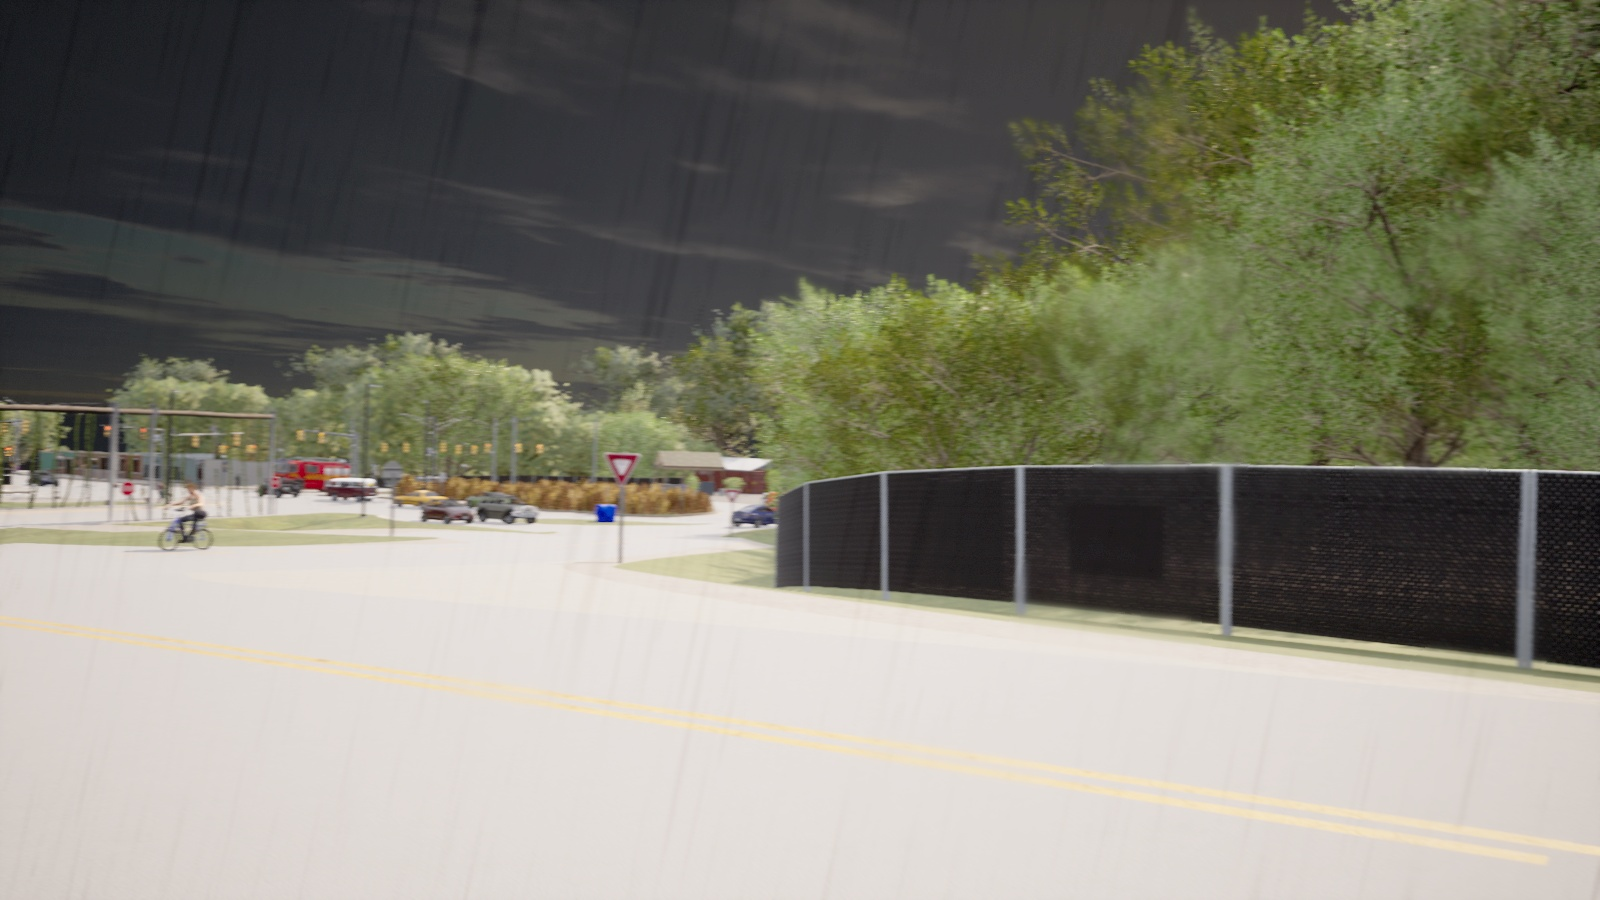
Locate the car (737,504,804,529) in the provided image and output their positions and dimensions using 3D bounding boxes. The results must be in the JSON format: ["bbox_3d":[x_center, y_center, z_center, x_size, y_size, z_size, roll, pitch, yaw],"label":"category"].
[{"bbox_3d":[-1.878,4.318,81.452,1.812,1.442,4.674,0,-1,38],"label":"car"}]

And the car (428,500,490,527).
[{"bbox_3d":[-21.479,3.987,78.962,4.193,1.474,1.816,1,-1,44],"label":"car"}]

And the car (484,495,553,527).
[{"bbox_3d":[-18.163,3.893,80.823,4.605,1.855,1.932,0,-1,41],"label":"car"}]

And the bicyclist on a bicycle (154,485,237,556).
[{"bbox_3d":[-14.267,1.647,29.677,0.866,1.612,1.509,1,-2,24],"label":"bicyclist on a bicycle"}]
